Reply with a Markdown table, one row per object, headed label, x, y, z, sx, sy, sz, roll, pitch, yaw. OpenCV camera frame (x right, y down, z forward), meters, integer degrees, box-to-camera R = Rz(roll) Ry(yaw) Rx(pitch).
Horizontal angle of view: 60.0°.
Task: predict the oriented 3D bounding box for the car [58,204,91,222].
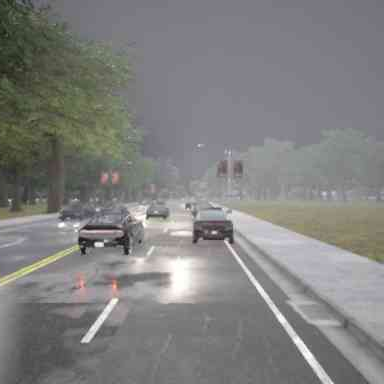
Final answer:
| label | x | y | z | sx | sy | sz | roll | pitch | yaw |
| --- | --- | --- | --- | --- | --- | --- | --- | --- | --- |
| car | -9.885 | 1.761 | 29.214 | 2.033 | 1.411 | 5.357 | 0 | 0 | 0 |

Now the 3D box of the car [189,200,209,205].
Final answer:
| label | x | y | z | sx | sy | sz | roll | pitch | yaw |
| --- | --- | --- | --- | --- | --- | --- | --- | --- | --- |
| car | 0.942 | 1.672 | 26.688 | 1.882 | 1.535 | 5.008 | 0 | 0 | 0 |

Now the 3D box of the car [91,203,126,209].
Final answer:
| label | x | y | z | sx | sy | sz | roll | pitch | yaw |
| --- | --- | --- | --- | --- | --- | --- | --- | --- | --- |
| car | -6.633 | 1.699 | 28.316 | 2.128 | 1.511 | 4.902 | 0 | 0 | 0 |

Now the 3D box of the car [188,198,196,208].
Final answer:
| label | x | y | z | sx | sy | sz | roll | pitch | yaw |
| --- | --- | --- | --- | --- | --- | --- | --- | --- | --- |
| car | 0.934 | 1.592 | 32.660 | 2.097 | 1.767 | 4.553 | 0 | 0 | 0 |

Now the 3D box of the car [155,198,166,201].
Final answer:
| label | x | y | z | sx | sy | sz | roll | pitch | yaw |
| --- | --- | --- | --- | --- | --- | --- | --- | --- | --- |
| car | -6.586 | 2.078 | 69.685 | 1.837 | 1.490 | 4.892 | 0 | -1 | 0 |

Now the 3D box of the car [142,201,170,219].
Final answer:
| label | x | y | z | sx | sy | sz | roll | pitch | yaw |
| --- | --- | --- | --- | --- | --- | --- | --- | --- | --- |
| car | -3.190 | 1.796 | 31.614 | 1.994 | 1.385 | 4.181 | 0 | 0 | 0 |

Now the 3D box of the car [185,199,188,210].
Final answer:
| label | x | y | z | sx | sy | sz | roll | pitch | yaw |
| --- | --- | --- | --- | --- | --- | --- | --- | --- | --- |
| car | -0.058 | 1.875 | 50.513 | 1.882 | 1.535 | 5.008 | 0 | 0 | 0 |

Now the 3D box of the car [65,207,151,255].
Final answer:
| label | x | y | z | sx | sy | sz | roll | pitch | yaw |
| --- | --- | --- | --- | --- | --- | --- | --- | --- | --- |
| car | -3.167 | 1.591 | 13.765 | 2.128 | 1.511 | 4.902 | 0 | 0 | 0 |

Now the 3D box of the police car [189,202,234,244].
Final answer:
| label | x | y | z | sx | sy | sz | roll | pitch | yaw |
| --- | --- | --- | --- | --- | --- | --- | --- | --- | --- |
| police car | 0.954 | 1.547 | 16.799 | 1.930 | 1.638 | 5.238 | 0 | 0 | 0 |

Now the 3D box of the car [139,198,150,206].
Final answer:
| label | x | y | z | sx | sy | sz | roll | pitch | yaw |
| --- | --- | --- | --- | --- | --- | --- | --- | --- | --- |
| car | -9.836 | 2.103 | 69.680 | 2.128 | 1.511 | 4.902 | 0 | -1 | 0 |

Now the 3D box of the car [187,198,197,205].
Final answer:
| label | x | y | z | sx | sy | sz | roll | pitch | yaw |
| --- | --- | --- | --- | --- | --- | --- | --- | --- | --- |
| car | -0.086 | 2.017 | 69.439 | 1.994 | 1.385 | 4.181 | 0 | -1 | 0 |
